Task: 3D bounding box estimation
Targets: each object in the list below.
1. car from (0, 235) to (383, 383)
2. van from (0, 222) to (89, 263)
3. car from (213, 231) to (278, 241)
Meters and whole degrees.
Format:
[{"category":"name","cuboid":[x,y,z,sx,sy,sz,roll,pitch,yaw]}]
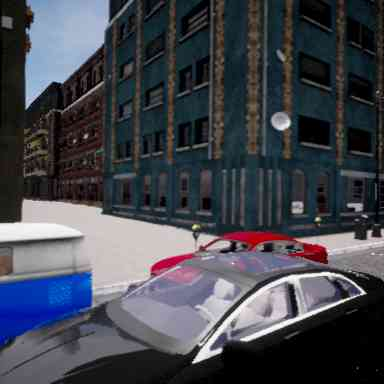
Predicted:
[{"category":"car","cuboid":[0.413,1.518,3.672,4.902,1.511,2.128,1,0,-35]},{"category":"van","cuboid":[-3.288,1.338,4.203,3.998,1.788,1.690,1,0,-36]},{"category":"car","cuboid":[1.205,1.603,7.411,4.507,1.381,1.887,1,0,-36]}]
